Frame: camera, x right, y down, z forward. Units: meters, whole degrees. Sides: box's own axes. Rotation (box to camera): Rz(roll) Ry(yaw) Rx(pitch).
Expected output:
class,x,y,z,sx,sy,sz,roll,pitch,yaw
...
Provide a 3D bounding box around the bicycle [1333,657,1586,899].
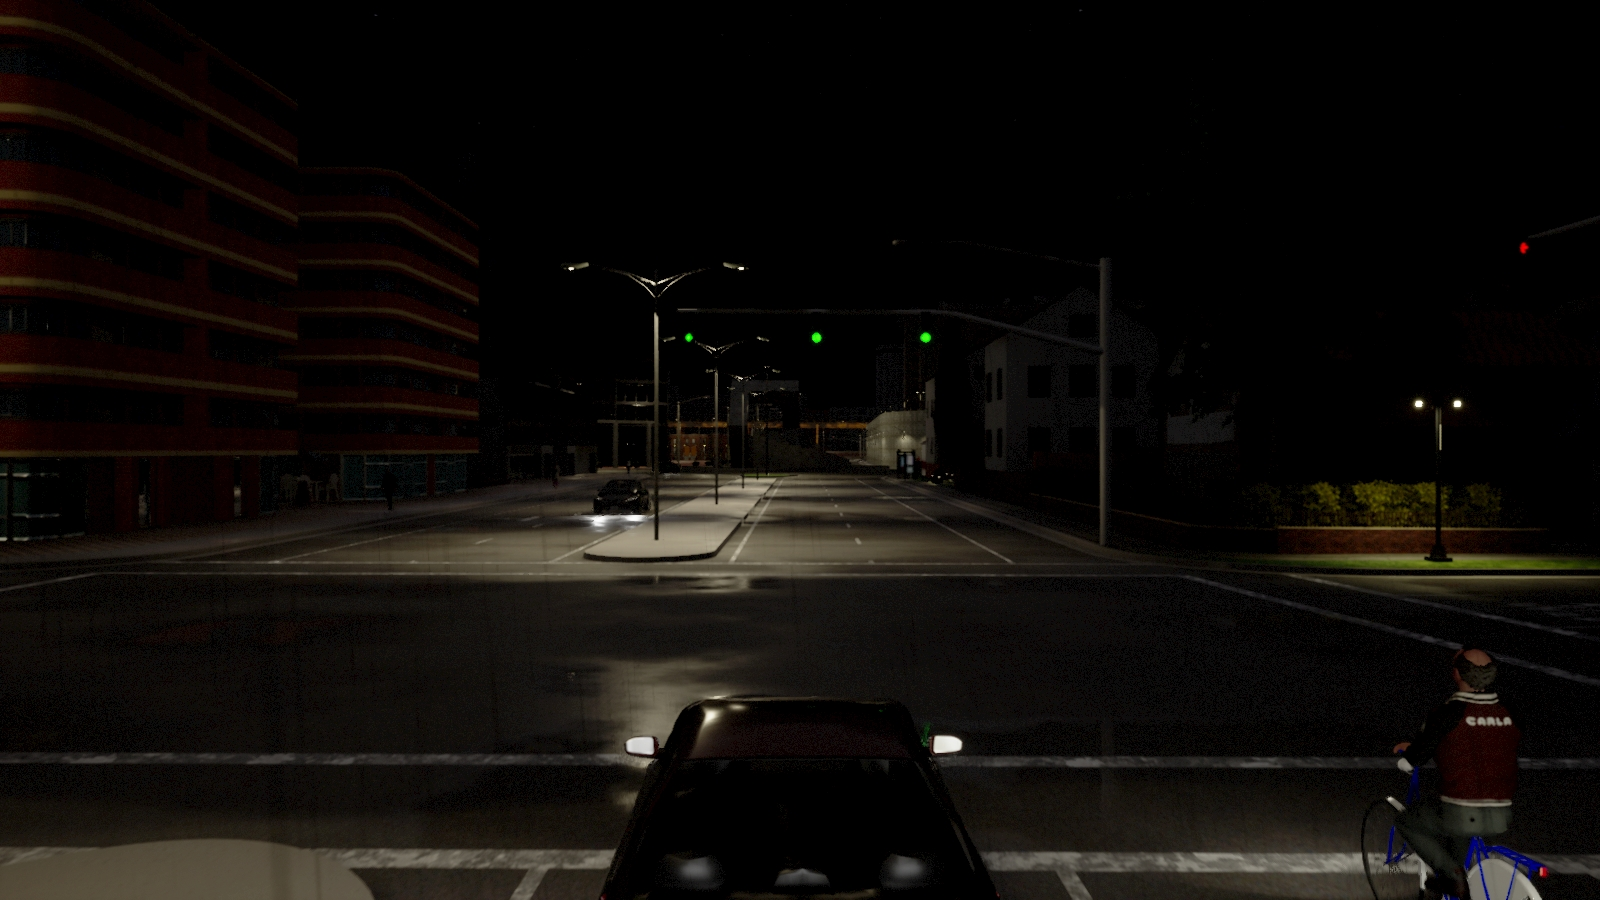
class,x,y,z,sx,sy,sz,roll,pitch,yaw
bicycle,3.508,2.050,6.253,0.329,1.496,1.835,0,0,0

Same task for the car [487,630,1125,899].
class,x,y,z,sx,sy,sz,roll,pitch,yaw
car,-0.016,2.042,5.849,2.007,1.525,4.514,0,0,-1
